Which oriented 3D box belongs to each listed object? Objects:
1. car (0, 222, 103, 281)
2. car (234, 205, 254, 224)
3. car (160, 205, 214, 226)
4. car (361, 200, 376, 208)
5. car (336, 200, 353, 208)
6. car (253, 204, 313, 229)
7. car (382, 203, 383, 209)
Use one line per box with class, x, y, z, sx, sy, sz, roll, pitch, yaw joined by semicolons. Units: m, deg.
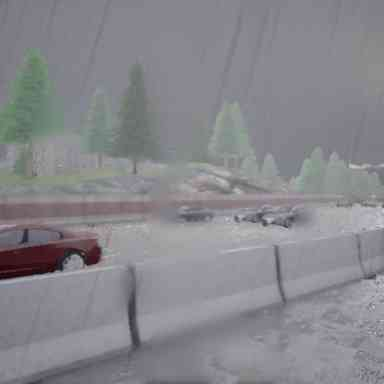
car;-4.990;1.612;9.062;5.008;1.535;1.882;0;-1;-37
car;5.439;1.783;27.239;4.902;1.511;2.128;0;-1;-45
car;-0.349;1.819;26.520;4.892;1.490;1.837;1;-1;-43
car;31.205;2.073;58.713;1.994;1.385;4.181;-1;-1;37
car;27.185;2.092;59.209;2.033;1.411;5.357;-1;-1;37
car;6.880;1.735;23.746;4.902;1.511;2.128;0;-1;-44
car;32.765;2.031;54.992;1.994;1.385;4.181;-1;-1;37
